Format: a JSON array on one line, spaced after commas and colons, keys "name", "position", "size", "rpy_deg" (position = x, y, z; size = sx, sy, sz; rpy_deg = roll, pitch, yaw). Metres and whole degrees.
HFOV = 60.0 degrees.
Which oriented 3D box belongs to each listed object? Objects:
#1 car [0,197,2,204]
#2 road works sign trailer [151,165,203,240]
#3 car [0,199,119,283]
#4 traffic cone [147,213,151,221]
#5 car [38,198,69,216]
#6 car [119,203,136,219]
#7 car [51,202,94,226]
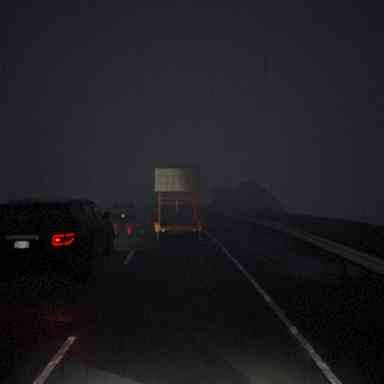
[{"name": "car", "position": [-35.929, 1.564, 60.298], "size": [1.895, 1.301, 4.718], "rpy_deg": [0, 0, -21]}, {"name": "road works sign trailer", "position": [-0.774, 0.444, 17.021], "size": [2.380, 3.560, 2.880], "rpy_deg": [0, 0, -7]}, {"name": "car", "position": [-3.782, 1.214, 9.795], "size": [2.150, 2.045, 5.566], "rpy_deg": [0, 0, -3]}, {"name": "traffic cone", "position": [-3.079, 1.930, 23.797], "size": [0.340, 0.580, 0.340], "rpy_deg": [0, 0, -7]}, {"name": "car", "position": [-13.707, 1.453, 33.208], "size": [1.882, 1.535, 5.008], "rpy_deg": [0, 0, -11]}, {"name": "car", "position": [-5.728, 1.573, 28.190], "size": [1.895, 1.301, 4.718], "rpy_deg": [0, 0, -9]}, {"name": "car", "position": [-8.762, 1.527, 24.884], "size": [2.033, 1.411, 5.357], "rpy_deg": [0, 0, -8]}]
